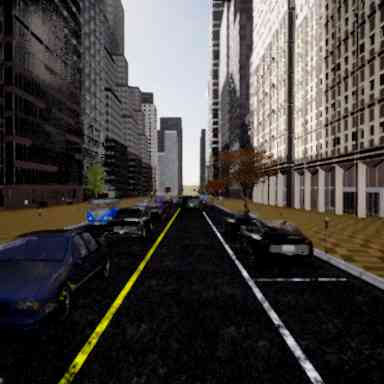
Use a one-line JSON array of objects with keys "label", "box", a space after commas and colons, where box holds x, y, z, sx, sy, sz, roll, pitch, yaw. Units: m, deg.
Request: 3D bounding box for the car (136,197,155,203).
[{"label": "car", "box": [-5.891, 1.663, 39.266, 2.008, 1.369, 4.403, -1, 0, 0]}]

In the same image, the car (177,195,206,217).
[{"label": "car", "box": [-0.054, 1.303, 32.855, 2.150, 2.045, 5.566, 0, 0, 0]}]

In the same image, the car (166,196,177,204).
[{"label": "car", "box": [-3.340, 1.723, 66.122, 2.128, 1.511, 4.902, 0, 0, 0]}]

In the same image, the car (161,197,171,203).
[{"label": "car", "box": [-6.095, 1.802, 78.642, 2.008, 1.369, 4.403, -1, 0, 0]}]

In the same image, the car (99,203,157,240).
[{"label": "car", "box": [-3.168, 1.550, 17.385, 1.837, 1.490, 4.892, 0, 0, 0]}]

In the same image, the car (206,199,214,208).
[{"label": "car", "box": [2.431, 1.713, 50.560, 1.802, 1.307, 4.206, -1, 0, 0]}]

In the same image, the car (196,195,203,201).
[{"label": "car", "box": [2.195, 1.744, 95.560, 1.967, 1.590, 4.097, -1, 0, 0]}]

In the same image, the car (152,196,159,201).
[{"label": "car", "box": [-5.920, 1.654, 44.722, 1.752, 1.417, 4.829, -1, 0, 0]}]

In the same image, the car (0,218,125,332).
[{"label": "car", "box": [-3.124, 1.570, 7.406, 2.033, 1.411, 5.357, 0, 0, 0]}]

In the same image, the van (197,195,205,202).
[{"label": "van", "box": [2.251, 1.597, 84.311, 1.690, 1.788, 3.998, -1, 0, 0]}]

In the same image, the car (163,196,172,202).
[{"label": "car", "box": [-6.124, 1.824, 84.266, 2.008, 1.369, 4.403, -1, 0, 0]}]

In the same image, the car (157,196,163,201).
[{"label": "car", "box": [-5.950, 1.693, 50.517, 1.887, 1.381, 4.507, -1, 0, 0]}]

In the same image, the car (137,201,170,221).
[{"label": "car", "box": [-3.178, 1.673, 27.679, 1.895, 1.301, 4.718, 0, 0, 0]}]

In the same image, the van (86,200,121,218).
[{"label": "van", "box": [-5.808, 1.405, 22.392, 1.690, 1.788, 3.998, -1, 0, 0]}]

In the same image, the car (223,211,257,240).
[{"label": "car", "box": [2.605, 1.598, 16.810, 1.947, 1.339, 4.313, -1, 0, 0]}]

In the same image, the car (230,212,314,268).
[{"label": "car", "box": [2.635, 1.585, 11.185, 1.947, 1.339, 4.313, -1, 0, 0]}]

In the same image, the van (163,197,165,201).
[{"label": "van", "box": [-5.983, 1.509, 56.142, 1.690, 1.788, 3.998, -1, 0, 0]}]
